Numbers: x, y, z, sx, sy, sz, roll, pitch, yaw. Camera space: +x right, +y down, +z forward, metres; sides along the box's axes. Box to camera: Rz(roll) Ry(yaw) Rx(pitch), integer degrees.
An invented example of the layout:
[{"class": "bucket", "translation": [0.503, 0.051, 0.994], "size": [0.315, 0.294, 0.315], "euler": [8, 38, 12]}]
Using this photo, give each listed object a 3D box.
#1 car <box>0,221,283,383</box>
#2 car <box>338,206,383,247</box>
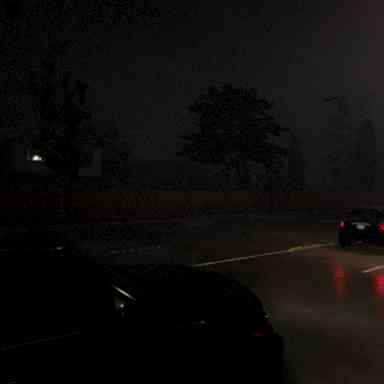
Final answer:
[{"class": "car", "translation": [-1.758, 1.223, 2.487], "size": [5.566, 2.045, 2.150], "euler": [0, 0, -35]}, {"class": "car", "translation": [8.125, 1.356, 13.832], "size": [4.553, 1.767, 2.097], "euler": [0, 0, -35]}]
